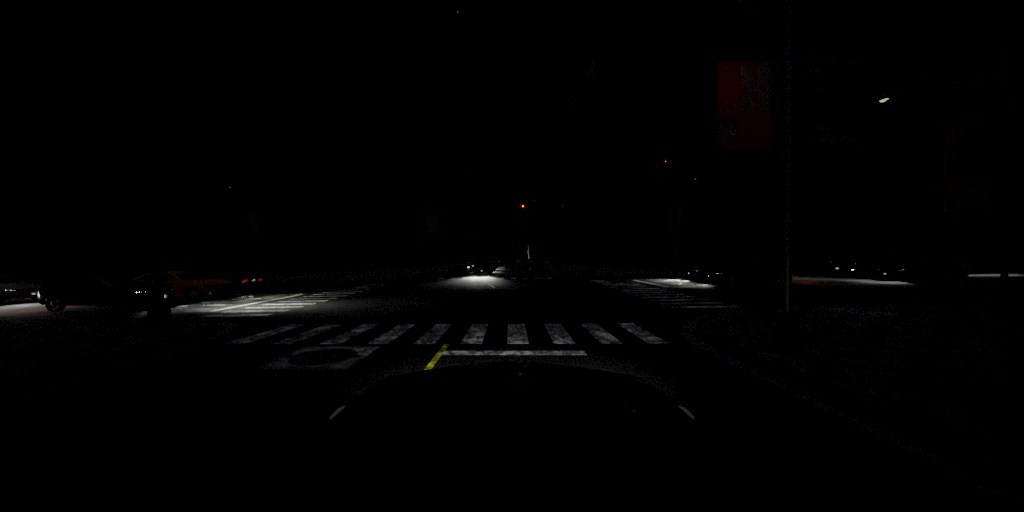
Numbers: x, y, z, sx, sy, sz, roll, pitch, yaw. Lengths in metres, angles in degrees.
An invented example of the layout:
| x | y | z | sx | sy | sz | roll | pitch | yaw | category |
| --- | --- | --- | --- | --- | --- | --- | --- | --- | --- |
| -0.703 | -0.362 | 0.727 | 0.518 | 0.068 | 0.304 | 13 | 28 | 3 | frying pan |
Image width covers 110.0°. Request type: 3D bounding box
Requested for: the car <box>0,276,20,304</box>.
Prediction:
| x | y | z | sx | sy | sz | roll | pitch | yaw | category |
| --- | --- | --- | --- | --- | --- | --- | --- | --- | --- |
| -27.623 | 1.763 | 18.932 | 4.674 | 1.442 | 1.812 | -1 | 0 | 0 | car |

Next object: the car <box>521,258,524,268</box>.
| x | y | z | sx | sy | sz | roll | pitch | yaw | category |
| --- | --- | --- | --- | --- | --- | --- | --- | --- | --- |
| 2.680 | 1.304 | 52.053 | 1.888 | 1.381 | 4.507 | 0 | 0 | 0 | car |

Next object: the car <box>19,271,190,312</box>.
| x | y | z | sx | sy | sz | roll | pitch | yaw | category |
| --- | --- | --- | --- | --- | --- | --- | --- | --- | --- |
| -17.626 | 1.546 | 15.706 | 4.902 | 1.511 | 2.128 | -1 | 0 | 2 | car |

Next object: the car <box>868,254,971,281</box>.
| x | y | z | sx | sy | sz | roll | pitch | yaw | category |
| --- | --- | --- | --- | --- | --- | --- | --- | --- | --- |
| 25.708 | 0.793 | 22.467 | 4.674 | 1.442 | 1.812 | -1 | 0 | 0 | car |

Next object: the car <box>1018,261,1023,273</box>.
| x | y | z | sx | sy | sz | roll | pitch | yaw | category |
| --- | --- | --- | --- | --- | --- | --- | --- | --- | --- |
| 39.603 | 0.516 | 25.714 | 4.902 | 1.511 | 2.128 | -1 | 0 | 0 | car |

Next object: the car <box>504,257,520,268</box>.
| x | y | z | sx | sy | sz | roll | pitch | yaw | category |
| --- | --- | --- | --- | --- | --- | --- | --- | --- | --- |
| -0.027 | 1.326 | 61.122 | 1.994 | 1.385 | 4.181 | 0 | 0 | 0 | car |

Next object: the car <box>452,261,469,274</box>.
| x | y | z | sx | sy | sz | roll | pitch | yaw | category |
| --- | --- | --- | --- | --- | --- | --- | --- | --- | --- |
| -5.792 | 1.305 | 41.126 | 2.007 | 1.370 | 4.403 | 0 | 0 | 0 | car |

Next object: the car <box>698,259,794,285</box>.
| x | y | z | sx | sy | sz | roll | pitch | yaw | category |
| --- | --- | --- | --- | --- | --- | --- | --- | --- | --- |
| 14.732 | 0.965 | 22.427 | 4.892 | 1.490 | 1.837 | -1 | 0 | 2 | car |

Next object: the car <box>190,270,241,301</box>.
| x | y | z | sx | sy | sz | roll | pitch | yaw | category |
| --- | --- | --- | --- | --- | --- | --- | --- | --- | --- |
| -17.649 | 1.527 | 18.950 | 5.008 | 1.535 | 1.882 | -1 | 0 | 2 | car |

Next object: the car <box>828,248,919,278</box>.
| x | y | z | sx | sy | sz | roll | pitch | yaw | category |
| --- | --- | --- | --- | --- | --- | --- | --- | --- | --- |
| 26.063 | 0.475 | 25.721 | 5.566 | 2.045 | 2.150 | -1 | 0 | -1 | car |

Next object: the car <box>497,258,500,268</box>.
| x | y | z | sx | sy | sz | roll | pitch | yaw | category |
| --- | --- | --- | --- | --- | --- | --- | --- | --- | --- |
| -3.164 | 1.305 | 48.953 | 2.033 | 1.411 | 5.357 | 0 | 0 | 0 | car |

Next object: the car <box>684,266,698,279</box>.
| x | y | z | sx | sy | sz | roll | pitch | yaw | category |
| --- | --- | --- | --- | --- | --- | --- | --- | --- | --- |
| 14.658 | 1.020 | 25.697 | 4.181 | 1.385 | 1.994 | -1 | 0 | 0 | car |

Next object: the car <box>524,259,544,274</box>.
| x | y | z | sx | sy | sz | roll | pitch | yaw | category |
| --- | --- | --- | --- | --- | --- | --- | --- | --- | --- |
| 2.733 | 1.305 | 41.164 | 2.007 | 1.370 | 4.403 | 0 | 0 | 0 | car |

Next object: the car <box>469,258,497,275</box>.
| x | y | z | sx | sy | sz | roll | pitch | yaw | category |
| --- | --- | --- | --- | --- | --- | --- | --- | --- | --- |
| -3.117 | 1.246 | 39.092 | 2.128 | 1.511 | 4.902 | 0 | 0 | 0 | car |

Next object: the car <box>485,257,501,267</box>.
| x | y | z | sx | sy | sz | roll | pitch | yaw | category |
| --- | --- | --- | --- | --- | --- | --- | --- | --- | --- |
| -3.201 | 1.288 | 58.891 | 1.812 | 1.442 | 4.674 | 0 | 0 | 0 | car |

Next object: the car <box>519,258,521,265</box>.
| x | y | z | sx | sy | sz | roll | pitch | yaw | category |
| --- | --- | --- | --- | --- | --- | --- | --- | --- | --- |
| 2.654 | 1.311 | 57.497 | 2.007 | 1.370 | 4.403 | 0 | 0 | 0 | car |

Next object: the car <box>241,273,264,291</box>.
| x | y | z | sx | sy | sz | roll | pitch | yaw | category |
| --- | --- | --- | --- | --- | --- | --- | --- | --- | --- |
| -18.635 | 1.610 | 22.392 | 5.357 | 1.411 | 2.033 | -1 | 0 | 0 | car |
